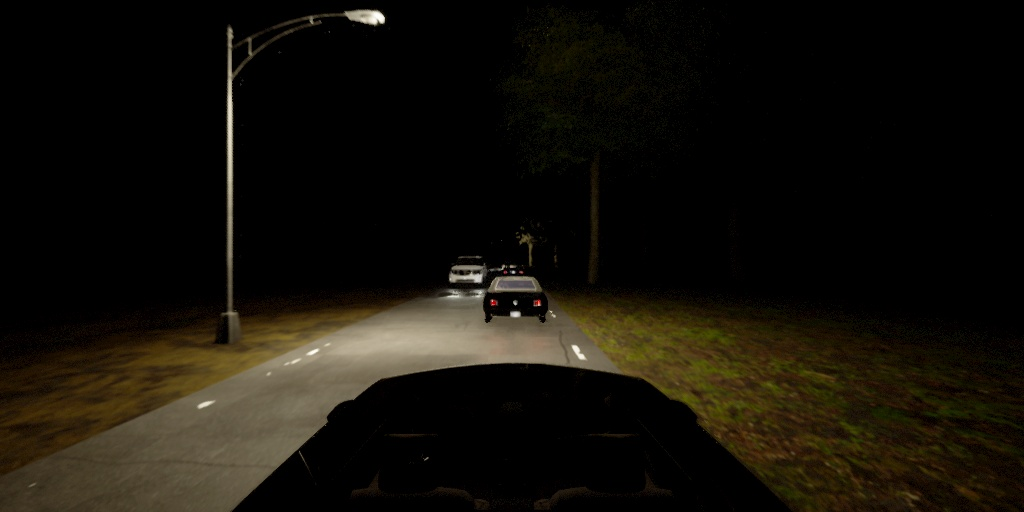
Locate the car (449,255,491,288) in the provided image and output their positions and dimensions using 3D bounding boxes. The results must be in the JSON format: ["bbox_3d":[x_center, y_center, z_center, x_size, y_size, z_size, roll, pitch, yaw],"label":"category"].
[{"bbox_3d":[-2.846,0.972,24.433,2.150,2.045,5.566,0,0,0],"label":"car"}]

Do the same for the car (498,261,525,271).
[{"bbox_3d":[0.104,1.315,30.411,2.033,1.411,5.357,0,0,0],"label":"car"}]

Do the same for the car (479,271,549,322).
[{"bbox_3d":[0.103,1.347,12.290,1.895,1.301,4.718,0,0,0],"label":"car"}]

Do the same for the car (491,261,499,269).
[{"bbox_3d":[-2.759,1.570,63.261,2.033,1.411,5.357,0,-1,0],"label":"car"}]
